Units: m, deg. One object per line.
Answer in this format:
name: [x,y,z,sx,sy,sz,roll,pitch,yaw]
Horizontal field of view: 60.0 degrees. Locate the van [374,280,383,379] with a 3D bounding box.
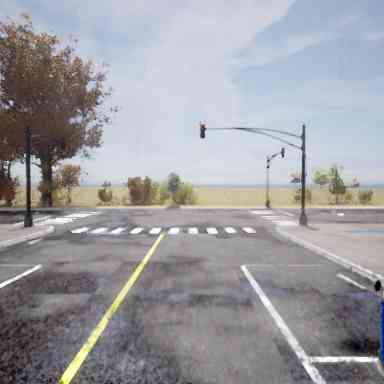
van: [2.676,1.333,1.774,1.690,1.788,3.998,-1,0,0]
